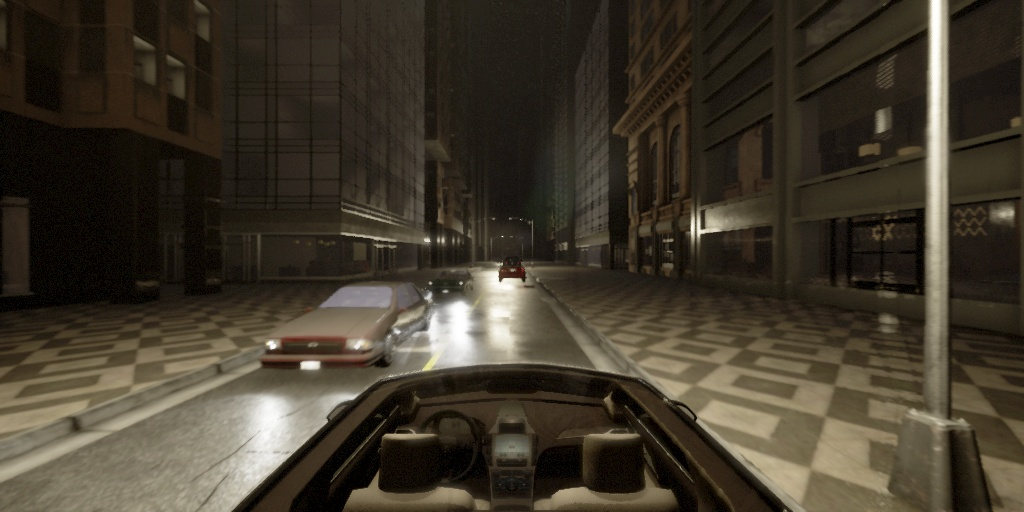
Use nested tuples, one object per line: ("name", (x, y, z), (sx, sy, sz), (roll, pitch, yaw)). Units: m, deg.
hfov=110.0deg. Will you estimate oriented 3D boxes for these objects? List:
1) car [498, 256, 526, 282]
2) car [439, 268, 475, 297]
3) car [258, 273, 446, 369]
("car", (0.016, 1.095, 28.829), (2.097, 1.767, 4.553), (0, 0, 0))
("car", (-3.085, 1.344, 18.902), (1.895, 1.301, 4.718), (0, 0, 0))
("car", (-3.093, 1.294, 8.167), (2.033, 1.411, 5.357), (0, 0, 0))
